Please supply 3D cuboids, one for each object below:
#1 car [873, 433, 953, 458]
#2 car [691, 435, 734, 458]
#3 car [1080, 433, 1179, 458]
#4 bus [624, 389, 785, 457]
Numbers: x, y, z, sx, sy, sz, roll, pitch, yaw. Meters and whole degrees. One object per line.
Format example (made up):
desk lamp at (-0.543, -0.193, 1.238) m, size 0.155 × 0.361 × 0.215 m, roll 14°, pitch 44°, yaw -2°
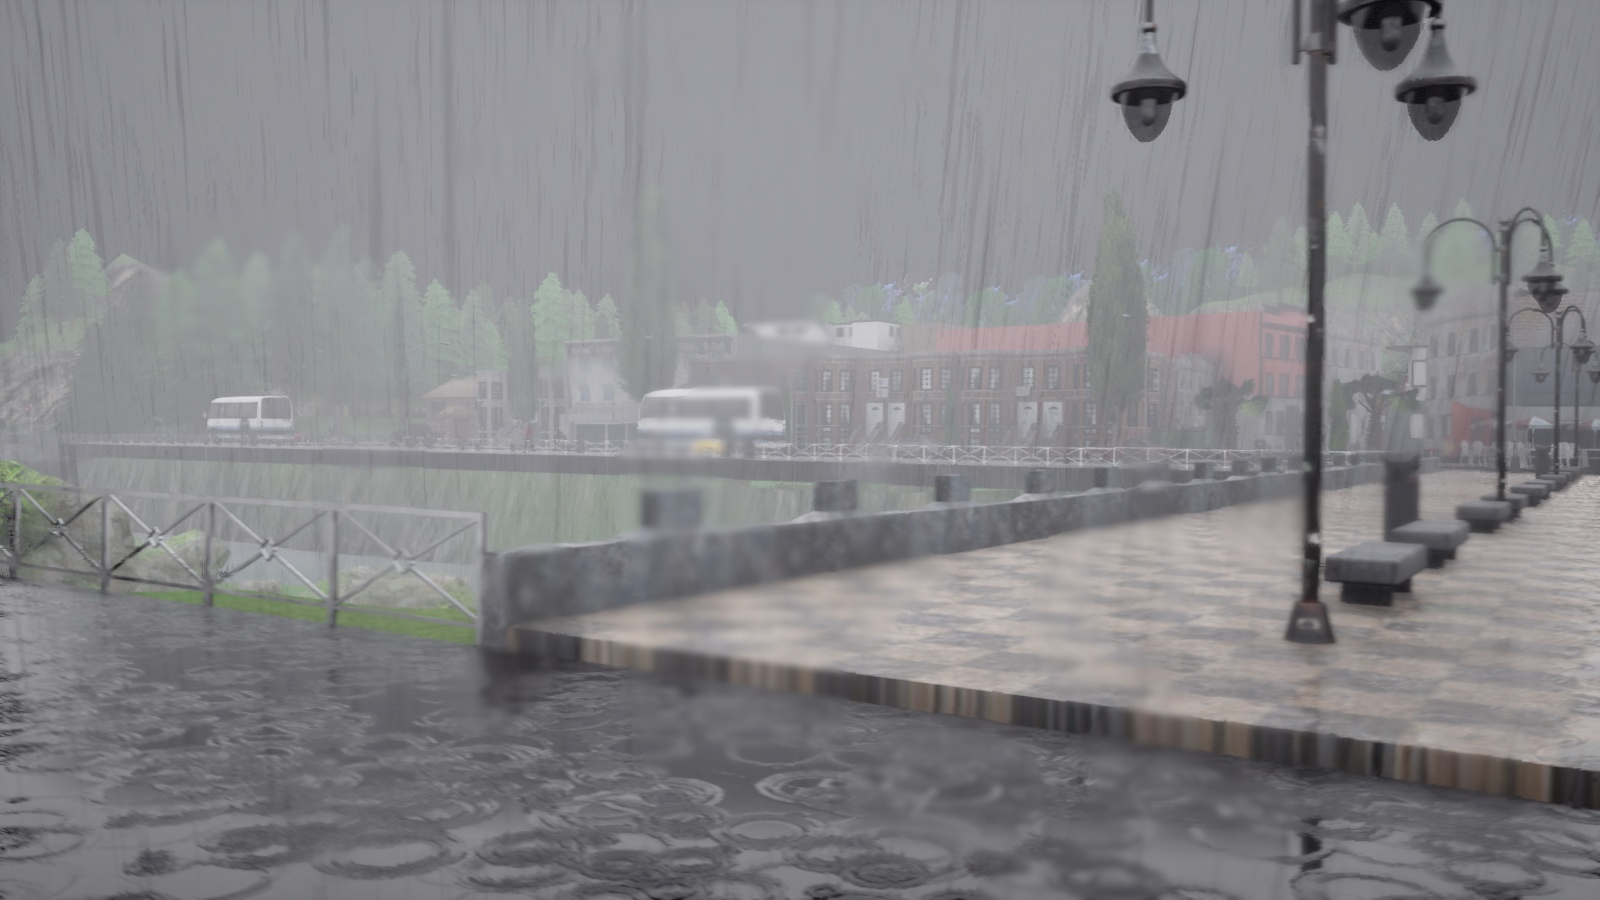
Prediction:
car at (6.635, -0.273, 73.847) m, size 4.181 × 1.385 × 1.994 m, roll 0°, pitch 1°, yaw 34°
car at (-5.368, -0.216, 77.017) m, size 2.207 × 1.376 × 1.481 m, roll 0°, pitch 1°, yaw 34°
car at (17.486, -0.236, 66.643) m, size 4.718 × 1.301 × 1.895 m, roll 0°, pitch 1°, yaw 34°
bus at (-6.328, -1.713, 82.425) m, size 10.273 × 4.253 × 3.944 m, roll 0°, pitch 1°, yaw 34°
